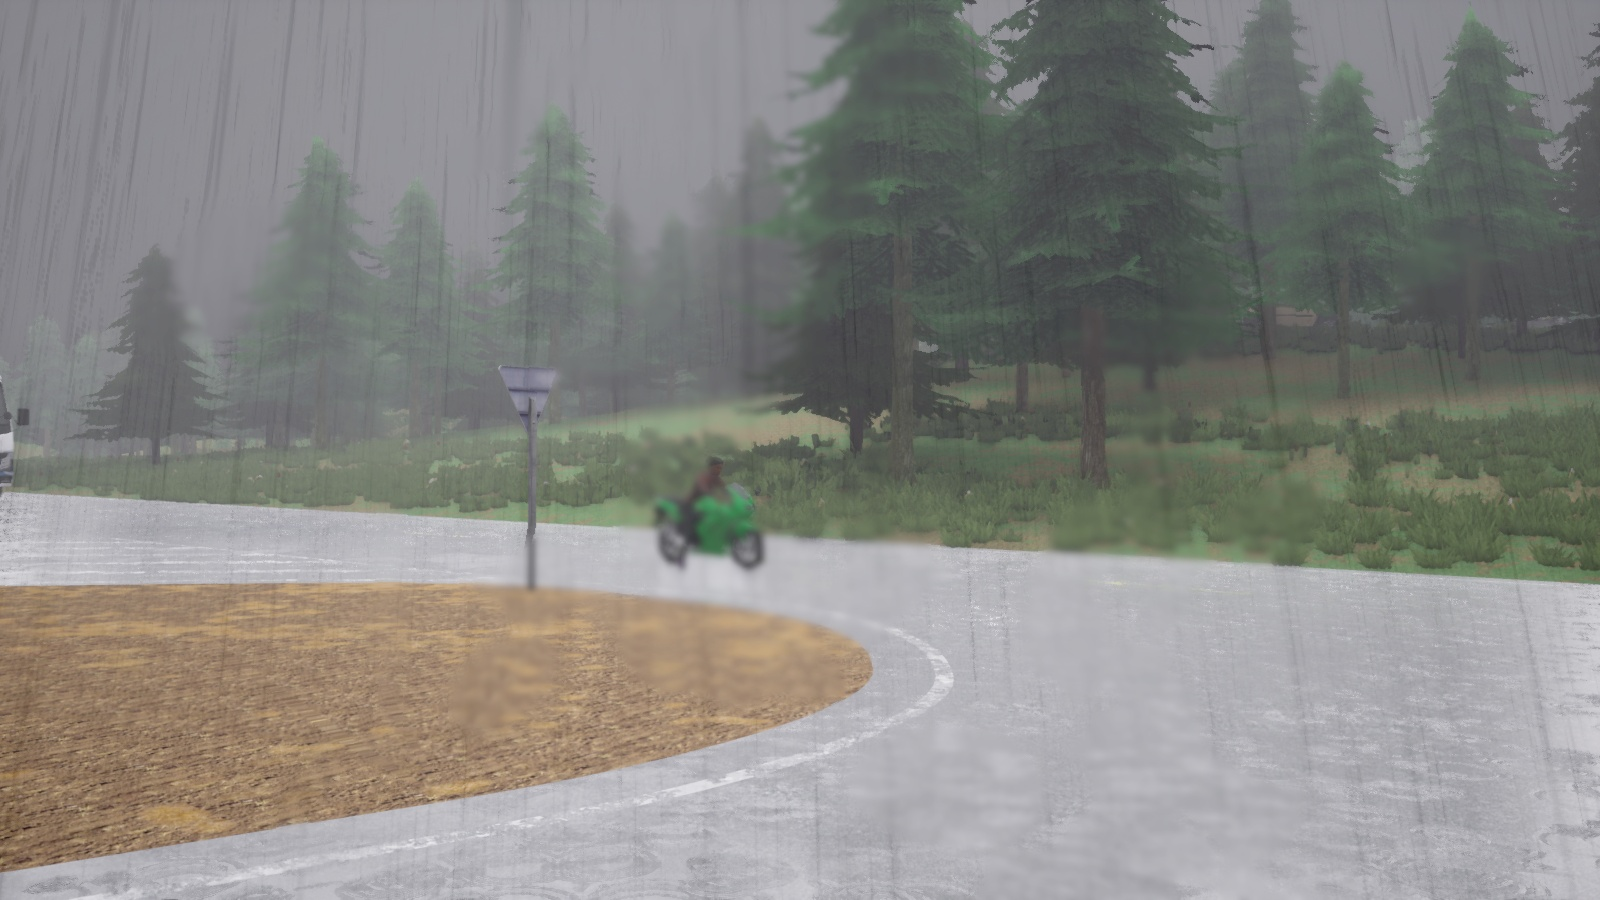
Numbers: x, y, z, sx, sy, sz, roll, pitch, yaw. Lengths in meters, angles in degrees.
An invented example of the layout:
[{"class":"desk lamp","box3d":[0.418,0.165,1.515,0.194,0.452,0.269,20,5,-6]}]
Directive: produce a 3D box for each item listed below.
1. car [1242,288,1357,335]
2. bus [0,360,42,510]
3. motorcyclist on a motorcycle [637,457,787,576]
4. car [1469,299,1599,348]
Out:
[{"class":"car","box3d":[22.876,-6.307,57.537,4.605,1.855,1.932,2,1,30]},{"class":"bus","box3d":[-27.284,-0.422,38.235,10.273,4.253,3.944,0,0,39]},{"class":"motorcyclist on a motorcycle","box3d":[-1.223,0.864,17.152,2.044,1.523,0.797,0,0,39]},{"class":"car","box3d":[33.559,-5.746,57.056,5.027,1.651,2.152,5,1,8]}]
